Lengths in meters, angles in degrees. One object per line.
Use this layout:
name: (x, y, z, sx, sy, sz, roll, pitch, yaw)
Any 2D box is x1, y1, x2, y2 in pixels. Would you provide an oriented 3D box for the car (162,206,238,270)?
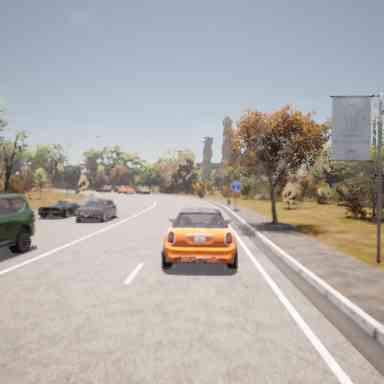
car: (0.273, 1.281, 11.060, 2.097, 1.767, 4.553, 1, 1, 2)

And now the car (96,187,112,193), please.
car: (-21.815, -0.545, 82.545, 4.674, 1.442, 1.812, 2, 1, 39)

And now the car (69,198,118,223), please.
car: (-6.494, 1.205, 23.043, 1.837, 1.490, 4.892, 1, 1, 2)

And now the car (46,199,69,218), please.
car: (-9.836, 1.253, 25.507, 1.895, 1.301, 4.718, 1, 1, 2)

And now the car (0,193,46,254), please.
car: (-6.858, 1.085, 9.944, 2.150, 2.045, 5.566, 1, 1, 2)

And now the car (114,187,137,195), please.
car: (-14.989, -0.382, 74.963, 2.097, 1.767, 4.553, 0, 2, -41)

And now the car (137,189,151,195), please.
car: (-11.225, -0.078, 75.763, 1.895, 1.301, 4.718, 0, 2, -36)

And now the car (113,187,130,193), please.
car: (-17.824, -0.545, 83.580, 4.674, 1.442, 1.812, 3, 2, 44)
